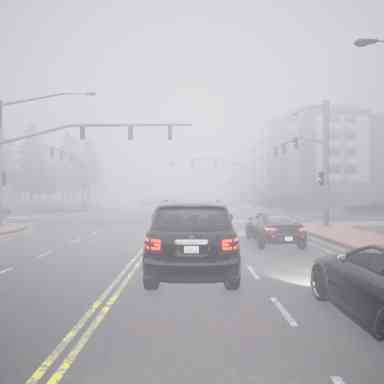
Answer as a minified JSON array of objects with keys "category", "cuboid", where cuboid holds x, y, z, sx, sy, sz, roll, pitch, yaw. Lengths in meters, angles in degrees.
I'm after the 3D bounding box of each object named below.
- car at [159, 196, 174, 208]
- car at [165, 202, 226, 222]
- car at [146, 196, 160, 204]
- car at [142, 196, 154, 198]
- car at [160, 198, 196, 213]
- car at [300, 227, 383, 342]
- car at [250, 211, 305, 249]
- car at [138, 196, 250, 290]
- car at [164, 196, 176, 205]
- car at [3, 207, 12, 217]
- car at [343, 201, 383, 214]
[{"category":"car","cuboid":[-3.845,1.477,50.467,1.882,1.535,5.008,0,0,0]},{"category":"car","cuboid":[0.270,1.525,26.152,4.674,1.442,1.812,0,0,-1]},{"category":"car","cuboid":[-7.382,1.491,63.314,2.128,1.511,4.902,0,0,0]},{"category":"car","cuboid":[-7.348,1.477,53.045,1.882,1.535,5.008,0,0,-1]},{"category":"car","cuboid":[-1.466,1.477,38.005,1.882,1.535,5.008,1,0,27]},{"category":"car","cuboid":[3.572,1.564,5.646,1.994,1.385,4.181,0,0,0]},{"category":"car","cuboid":[3.507,1.526,14.366,1.812,1.442,4.674,0,0,0]},{"category":"car","cuboid":[0.002,1.221,9.199,2.150,2.045,5.566,0,0,0]},{"category":"car","cuboid":[-3.881,1.477,59.883,1.882,1.535,5.008,0,0,0]},{"category":"car","cuboid":[-18.320,1.564,29.373,4.181,1.385,1.994,0,0,-3]},{"category":"car","cuboid":[18.066,1.601,34.068,4.718,1.301,1.895,0,0,-2]}]
